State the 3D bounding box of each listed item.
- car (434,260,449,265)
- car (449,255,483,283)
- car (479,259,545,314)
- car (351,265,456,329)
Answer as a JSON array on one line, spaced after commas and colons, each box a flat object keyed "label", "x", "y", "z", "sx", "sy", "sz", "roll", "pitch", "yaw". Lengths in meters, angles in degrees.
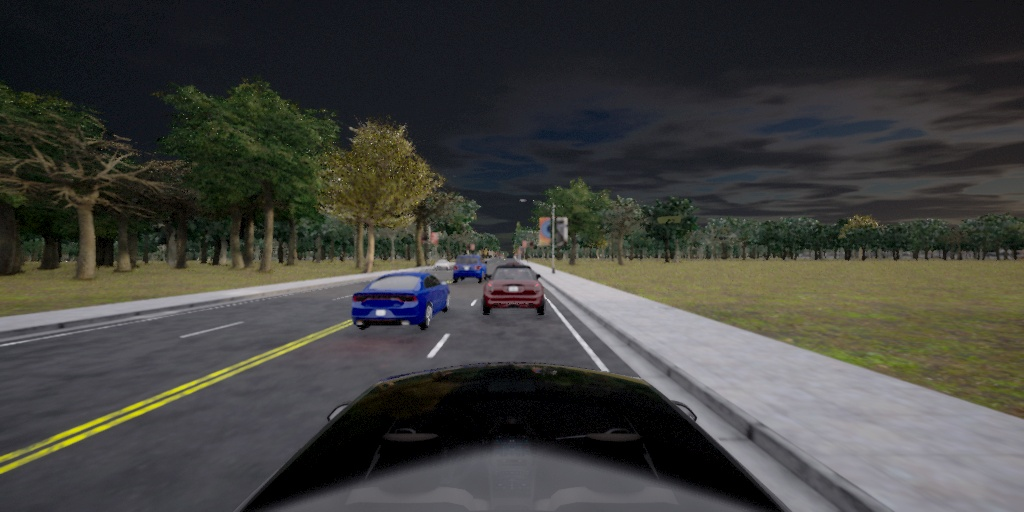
[{"label": "car", "x": -9.828, "y": 1.272, "z": 50.805, "sx": 1.812, "sy": 1.442, "sz": 4.674, "roll": 0, "pitch": 0, "yaw": 0}, {"label": "car", "x": -3.186, "y": 0.965, "z": 28.046, "sx": 2.150, "sy": 2.045, "sz": 5.566, "roll": 0, "pitch": 0, "yaw": 1}, {"label": "car", "x": 0.066, "y": 1.097, "z": 13.819, "sx": 2.097, "sy": 1.767, "sz": 4.553, "roll": 0, "pitch": 0, "yaw": 0}, {"label": "car", "x": -3.200, "y": 1.224, "z": 11.278, "sx": 1.882, "sy": 1.535, "sz": 5.008, "roll": 0, "pitch": 0, "yaw": 0}]
